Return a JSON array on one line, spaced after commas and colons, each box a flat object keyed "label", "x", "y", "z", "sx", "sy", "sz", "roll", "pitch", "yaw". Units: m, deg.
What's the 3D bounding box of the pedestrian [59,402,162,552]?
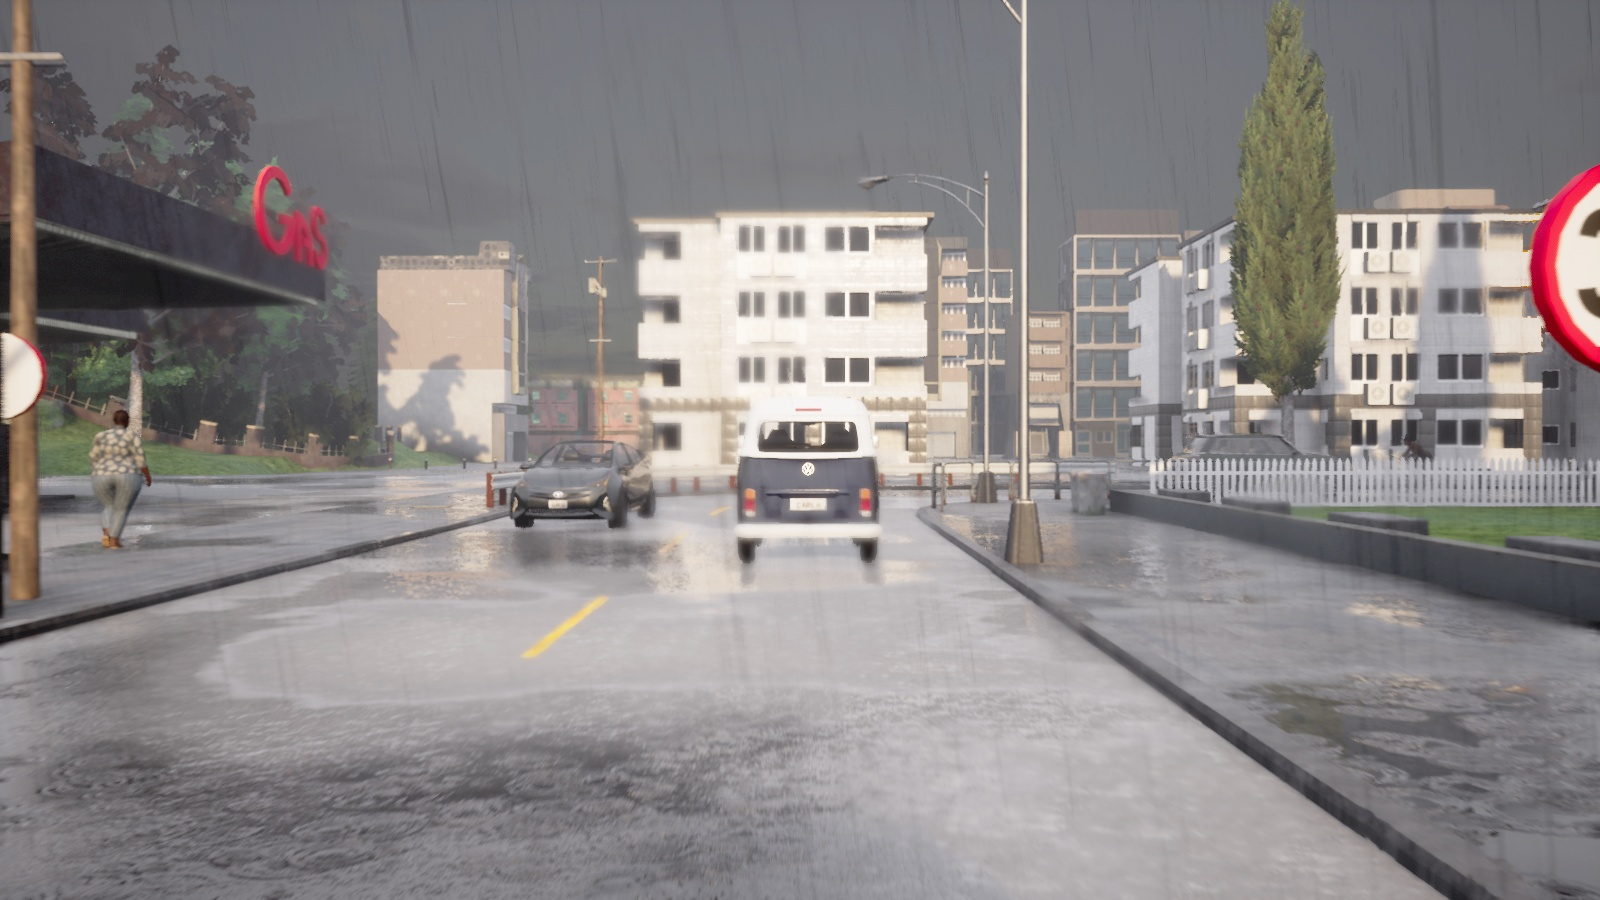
[{"label": "pedestrian", "x": -8.799, "y": 0.335, "z": 16.062, "sx": 0.874, "sy": 1.855, "sz": 0.900, "roll": 0, "pitch": 0, "yaw": -7}]

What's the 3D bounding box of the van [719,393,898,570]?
[{"label": "van", "x": 0.110, "y": 0.351, "z": 16.720, "sx": 2.069, "sy": 2.038, "sz": 4.480, "roll": 0, "pitch": 0, "yaw": 0}]

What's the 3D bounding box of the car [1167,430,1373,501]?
[{"label": "car", "x": 12.161, "y": 0.383, "z": 32.708, "sx": 4.553, "sy": 1.767, "sz": 2.097, "roll": 0, "pitch": 0, "yaw": -2}]

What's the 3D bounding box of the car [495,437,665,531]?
[{"label": "car", "x": -3.833, "y": 0.529, "z": 22.698, "sx": 2.007, "sy": 1.525, "sz": 4.514, "roll": 0, "pitch": 0, "yaw": 4}]
